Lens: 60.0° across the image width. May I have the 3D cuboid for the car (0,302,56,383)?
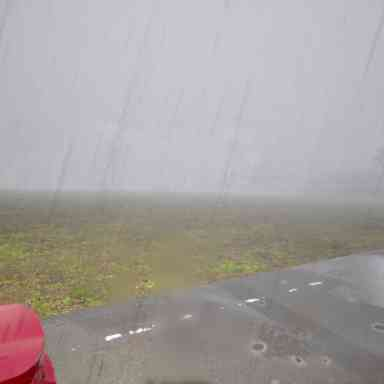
[{"bbox_3d":[-3.356,1.477,1.604,5.008,1.535,1.882,0,0,-35],"label":"car"}]
